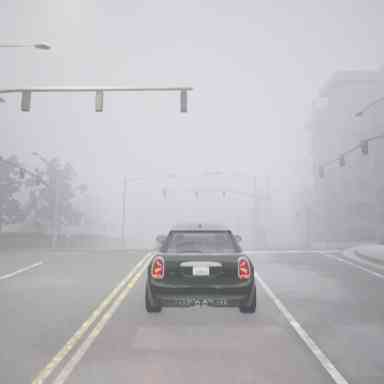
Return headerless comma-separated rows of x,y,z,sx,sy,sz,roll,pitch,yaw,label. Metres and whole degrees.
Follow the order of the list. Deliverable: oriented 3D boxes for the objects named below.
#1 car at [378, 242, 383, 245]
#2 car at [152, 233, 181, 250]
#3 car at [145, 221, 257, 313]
17.228,4.288,26.167,4.892,1.490,1.837,5,-10,1,car
-2.469,4.678,31.237,2.033,1.411,5.357,2,-10,-12,car
0.179,1.490,8.130,2.097,1.767,4.553,0,-1,0,car
